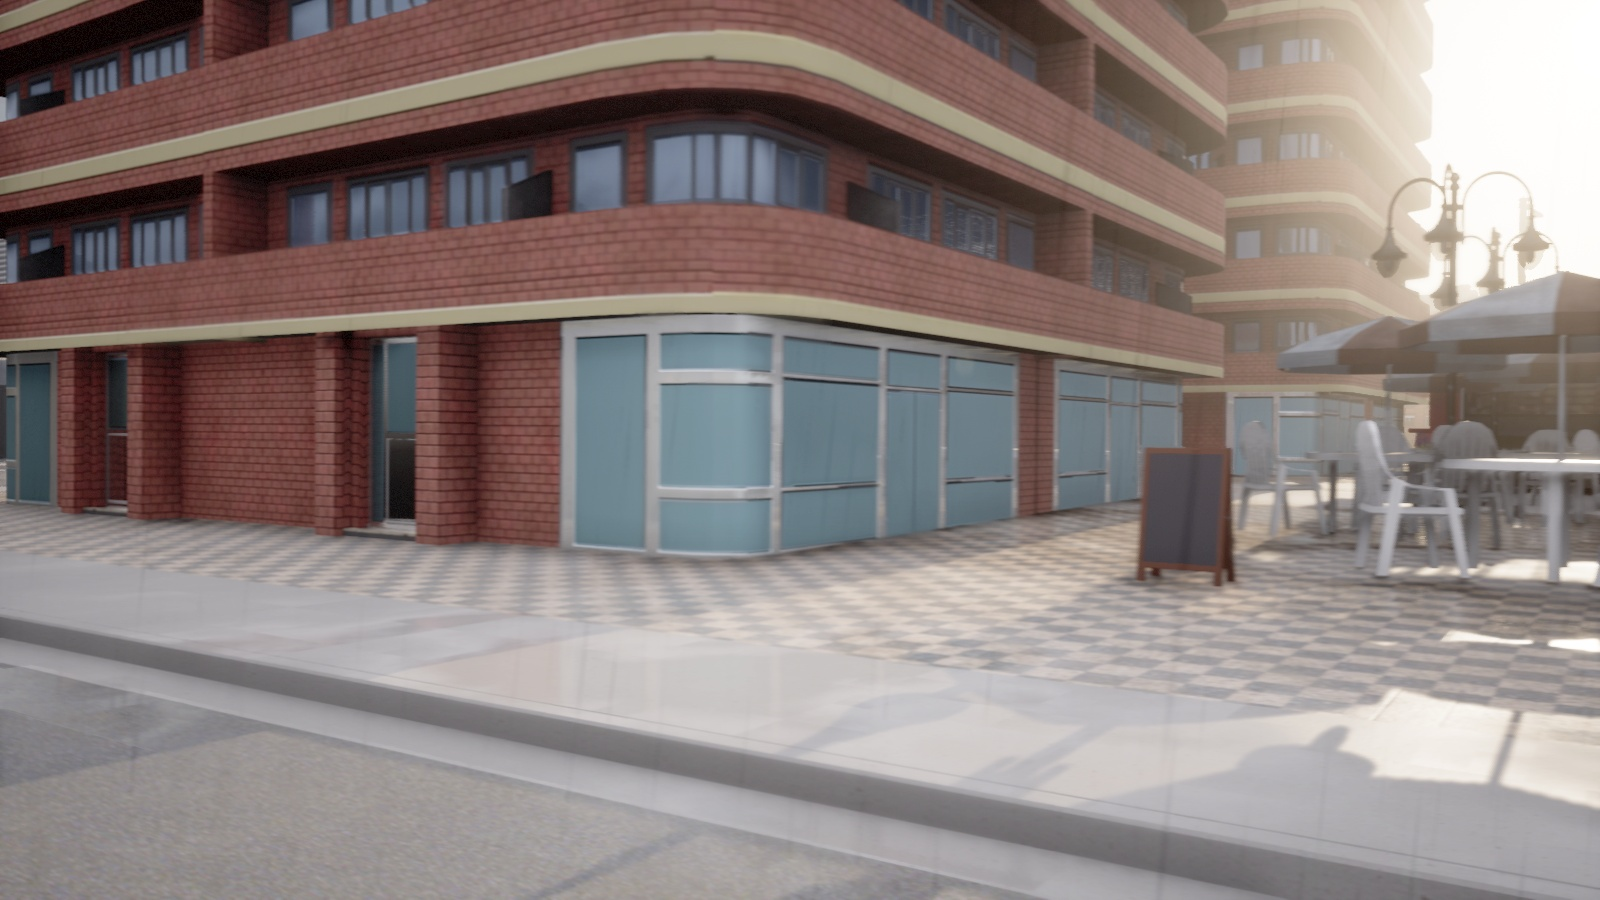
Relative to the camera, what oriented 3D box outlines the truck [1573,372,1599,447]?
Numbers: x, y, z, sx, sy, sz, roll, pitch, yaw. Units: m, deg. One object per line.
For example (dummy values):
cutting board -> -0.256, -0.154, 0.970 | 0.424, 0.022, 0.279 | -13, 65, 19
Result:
truck -> 44.444, -2.181, 63.925 | 8.468, 3.827, 2.891 | -1, 0, 34
